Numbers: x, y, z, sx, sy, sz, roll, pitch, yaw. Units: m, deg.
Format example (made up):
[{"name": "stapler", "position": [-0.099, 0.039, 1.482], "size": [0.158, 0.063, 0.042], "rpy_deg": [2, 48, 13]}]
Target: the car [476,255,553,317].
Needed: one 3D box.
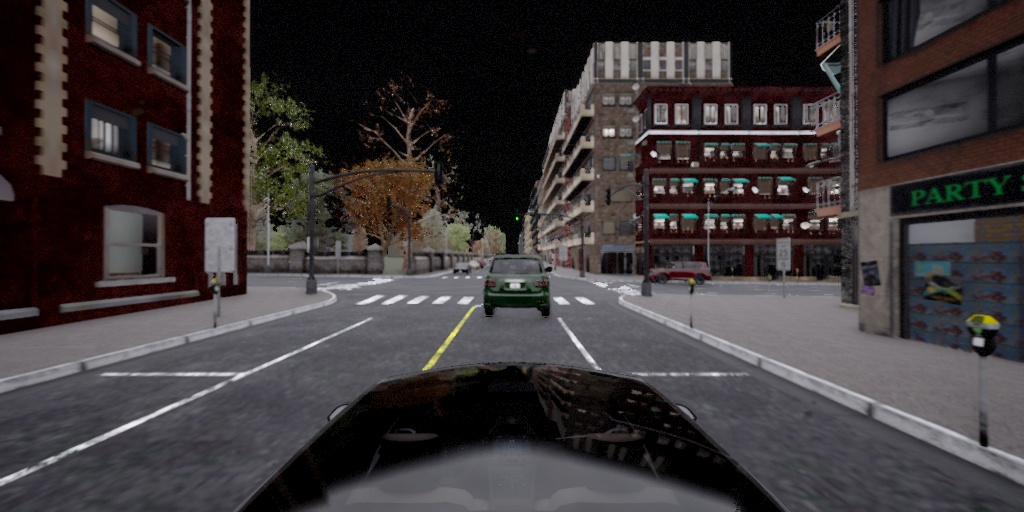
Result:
[{"name": "car", "position": [0.314, 0.976, 13.336], "size": [2.150, 2.045, 5.566], "rpy_deg": [0, 0, 5]}]

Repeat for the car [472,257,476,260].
[{"name": "car", "position": [-5.680, 1.318, 52.634], "size": [1.751, 1.417, 4.829], "rpy_deg": [0, 0, 0]}]

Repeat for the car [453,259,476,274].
[{"name": "car", "position": [-5.682, 1.343, 41.543], "size": [1.948, 1.339, 4.313], "rpy_deg": [0, 0, 0]}]

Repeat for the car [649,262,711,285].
[{"name": "car", "position": [13.455, 1.362, 29.198], "size": [5.009, 1.841, 2.192], "rpy_deg": [0, 0, -1]}]

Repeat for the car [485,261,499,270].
[{"name": "car", "position": [-3.063, 1.398, 55.924], "size": [1.895, 1.301, 4.718], "rpy_deg": [0, 0, 0]}]
